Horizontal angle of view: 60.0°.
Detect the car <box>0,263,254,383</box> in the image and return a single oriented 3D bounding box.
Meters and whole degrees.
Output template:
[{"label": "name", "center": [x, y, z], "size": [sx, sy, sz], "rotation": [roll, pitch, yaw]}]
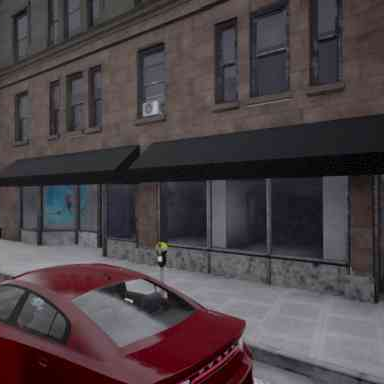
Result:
[{"label": "car", "center": [-1.519, 1.545, 3.932], "size": [4.507, 1.381, 1.887], "rotation": [0, 0, 35]}]
